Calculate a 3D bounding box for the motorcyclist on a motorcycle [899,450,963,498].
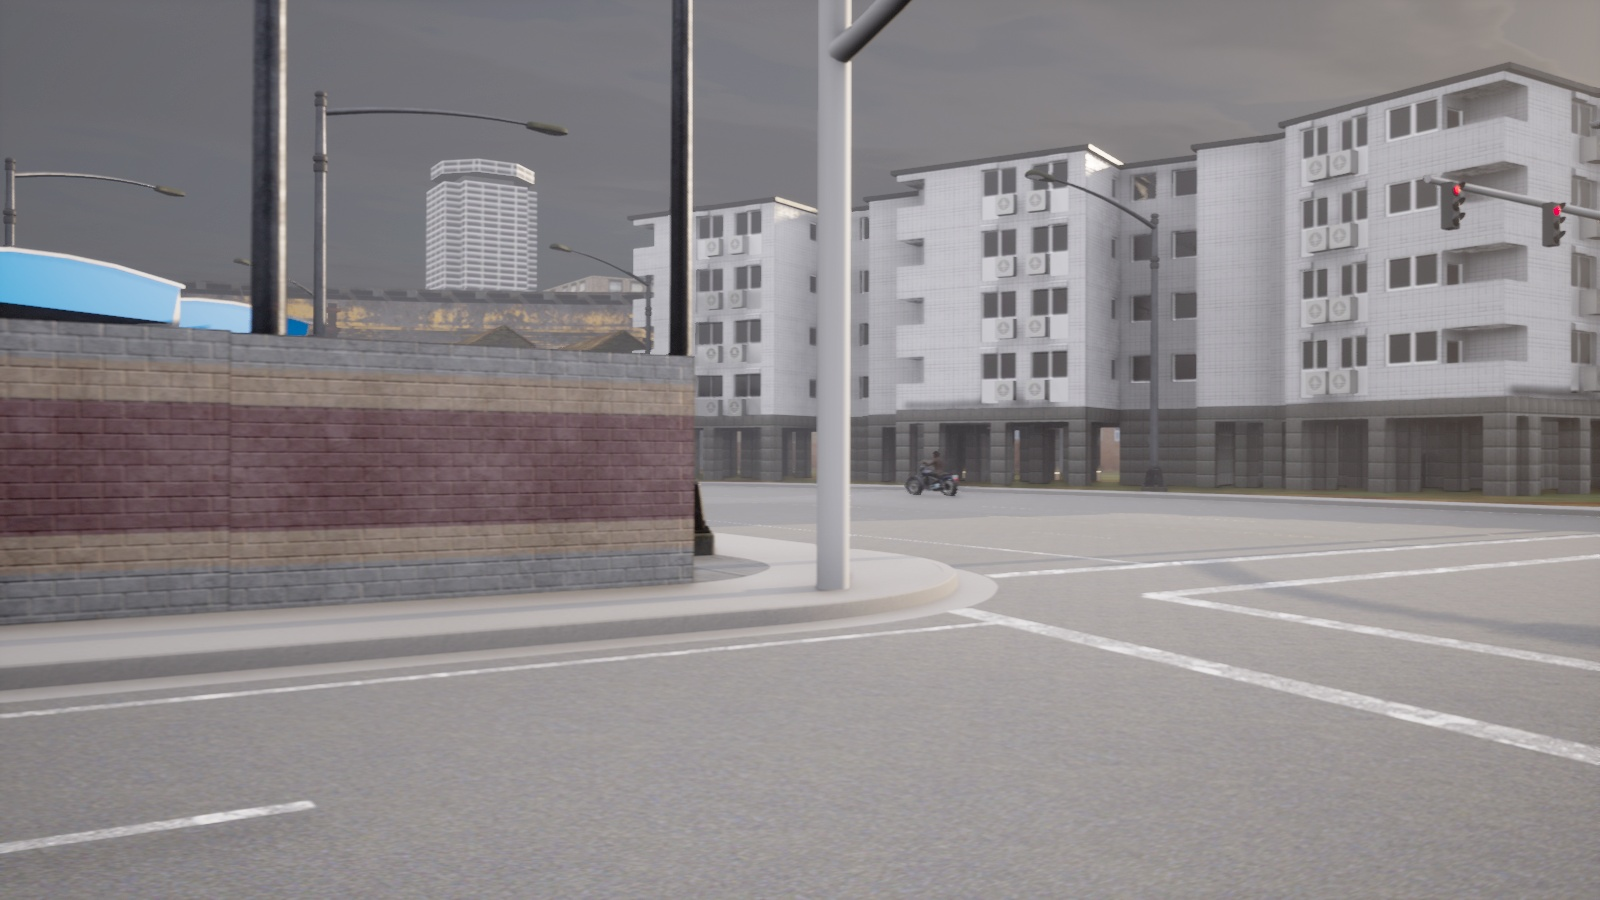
[{"bbox_3d":[4.660,0.837,44.787,0.766,1.649,2.350,0,0,-42],"label":"motorcyclist on a motorcycle"}]
